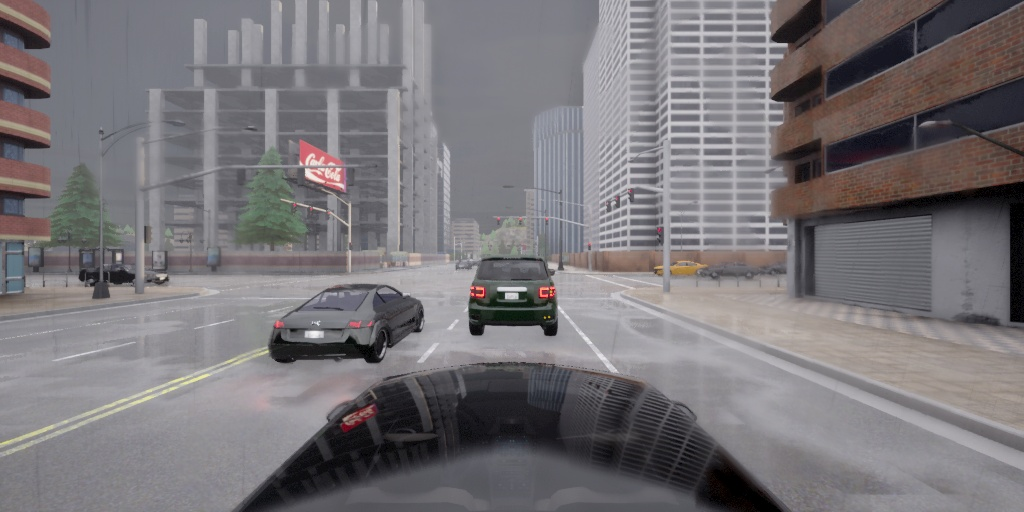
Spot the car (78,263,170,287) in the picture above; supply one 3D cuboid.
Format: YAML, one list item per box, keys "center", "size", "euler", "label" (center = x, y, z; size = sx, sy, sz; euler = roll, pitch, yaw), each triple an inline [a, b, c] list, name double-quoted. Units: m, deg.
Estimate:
- center: [-25.911, 1.241, 24.062]
  size: [4.902, 1.511, 2.128]
  euler: [0, 0, 0]
  label: "car"

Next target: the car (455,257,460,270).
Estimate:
- center: [-6.822, 1.241, 50.693]
  size: [2.128, 1.511, 4.902]
  euler: [0, 0, 0]
  label: "car"

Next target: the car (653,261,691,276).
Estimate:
- center: [16.305, 1.227, 34.746]
  size: [5.008, 1.535, 1.882]
  euler: [0, 0, 0]
  label: "car"

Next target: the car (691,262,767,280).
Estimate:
- center: [18.782, 1.241, 31.245]
  size: [4.902, 1.511, 2.128]
  euler: [0, 0, 0]
  label: "car"

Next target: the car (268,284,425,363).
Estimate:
- center: [-3.375, 1.314, 8.156]
  size: [1.994, 1.385, 4.181]
  euler: [0, 0, 0]
  label: "car"

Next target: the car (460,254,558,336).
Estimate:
- center: [0.102, 0.971, 10.543]
  size: [2.150, 2.045, 5.566]
  euler: [0, 0, 2]
  label: "car"

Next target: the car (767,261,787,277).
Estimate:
- center: [26.240, 1.241, 34.733]
  size: [4.902, 1.511, 2.128]
  euler: [0, 0, 0]
  label: "car"
